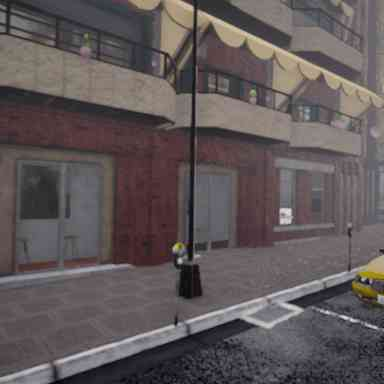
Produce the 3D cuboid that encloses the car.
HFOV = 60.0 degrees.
[{"bbox_3d":[5.163,1.504,7.056,4.829,1.417,1.752,0,2,-39],"label":"car"}]
